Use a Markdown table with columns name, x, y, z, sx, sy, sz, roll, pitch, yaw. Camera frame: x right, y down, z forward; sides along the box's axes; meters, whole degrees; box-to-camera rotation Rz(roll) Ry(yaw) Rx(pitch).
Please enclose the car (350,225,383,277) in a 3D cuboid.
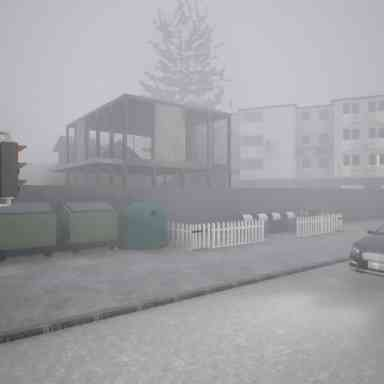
| name | x | y | z | sx | sy | sz | roll | pitch | yaw |
| --- | --- | --- | --- | --- | --- | --- | --- | --- | --- |
| car | 6.356 | 1.492 | 9.405 | 4.902 | 1.511 | 2.128 | 0 | 0 | -37 |
